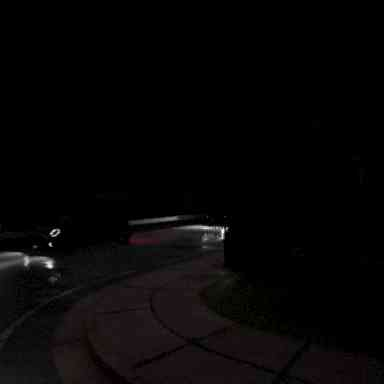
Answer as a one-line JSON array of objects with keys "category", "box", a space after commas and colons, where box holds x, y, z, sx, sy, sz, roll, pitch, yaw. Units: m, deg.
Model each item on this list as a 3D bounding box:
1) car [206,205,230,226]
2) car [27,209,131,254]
[{"category": "car", "box": [2.938, 1.780, 26.373, 1.837, 1.490, 4.892, -1, 0, 36]}, {"category": "car", "box": [-5.010, 1.628, 15.220, 2.097, 1.767, 4.553, -1, 0, 36]}]
